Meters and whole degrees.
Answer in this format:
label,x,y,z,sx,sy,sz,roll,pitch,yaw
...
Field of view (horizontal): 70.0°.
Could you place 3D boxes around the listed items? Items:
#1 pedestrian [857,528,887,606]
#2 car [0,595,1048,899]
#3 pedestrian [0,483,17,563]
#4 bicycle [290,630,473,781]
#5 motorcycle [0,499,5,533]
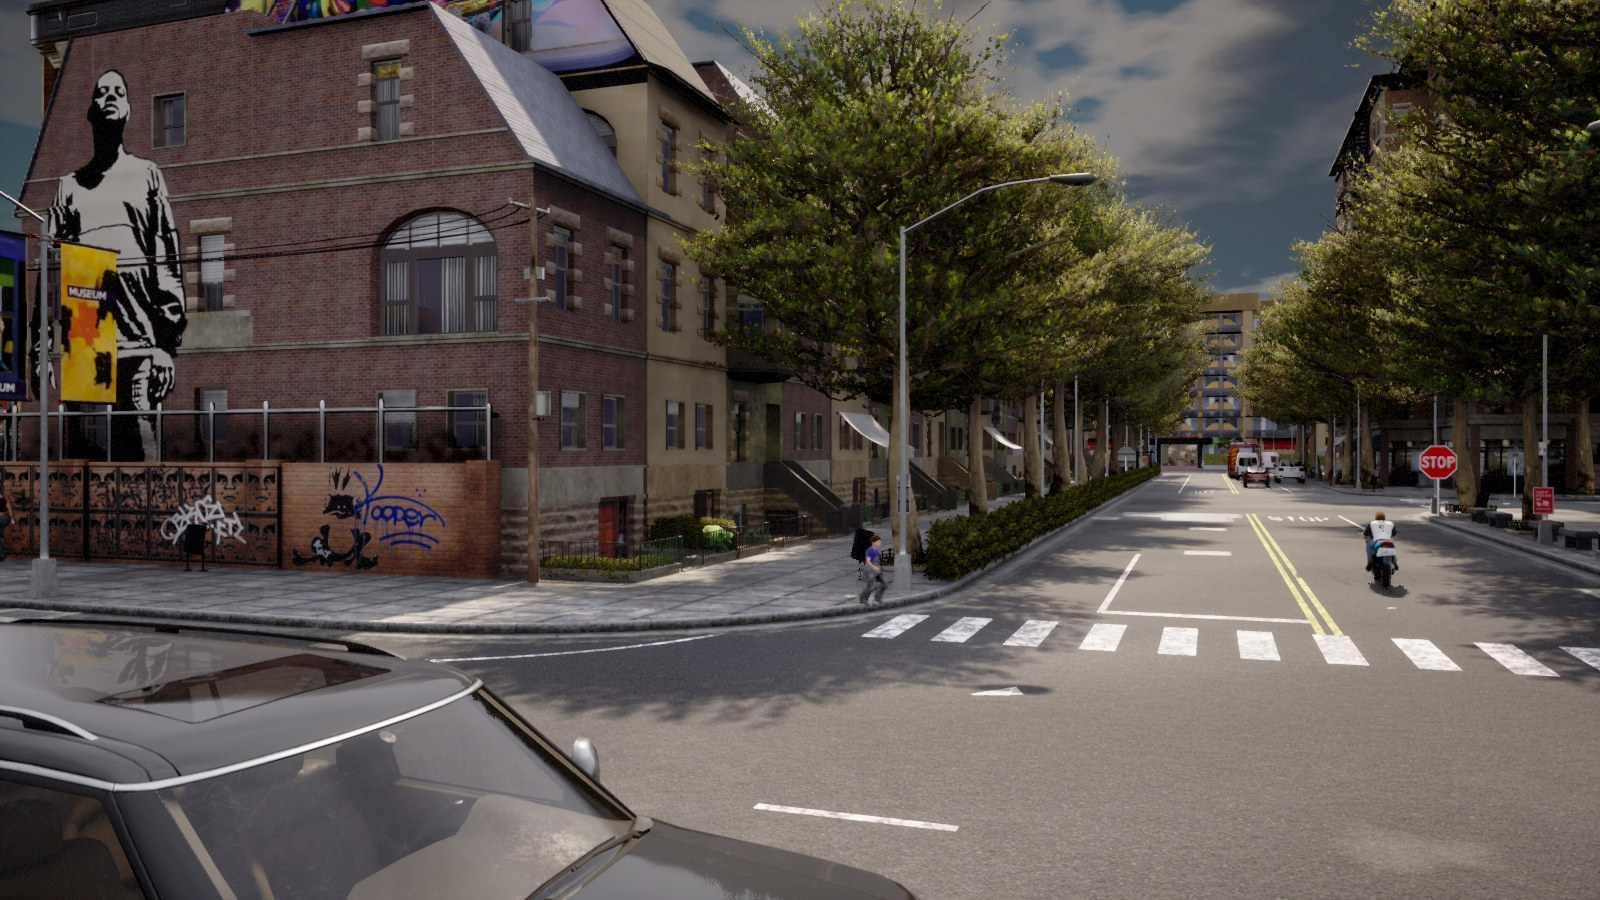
label,x,y,z,sx,sy,sz,roll,pitch,yaw
pedestrian,1.238,2.007,19.710,0.375,1.300,0.375,0,0,32
car,-2.100,1.782,4.031,5.566,2.045,2.150,0,0,20
pedestrian,-18.772,1.706,26.919,0.375,1.860,0.375,0,0,22
bicycle,-3.732,2.259,10.285,1.487,1.080,0.859,0,0,-18
motorcycle,-27.564,2.227,37.756,0.803,1.145,2.033,0,0,20
